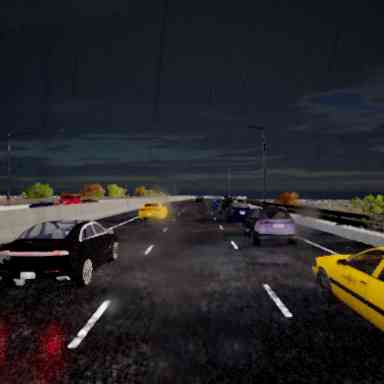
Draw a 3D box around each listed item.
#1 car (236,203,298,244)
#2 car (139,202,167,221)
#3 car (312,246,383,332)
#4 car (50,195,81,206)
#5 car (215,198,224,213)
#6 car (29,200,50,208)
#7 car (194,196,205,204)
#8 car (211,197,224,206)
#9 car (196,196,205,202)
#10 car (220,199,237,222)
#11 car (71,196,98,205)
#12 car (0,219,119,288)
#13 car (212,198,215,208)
[{"bbox_3d":[3.584,1.465,15.926,2.033,1.649,4.856,0,0,1],"label":"car"},{"bbox_3d":[-3.152,1.553,27.615,1.882,1.535,5.008,0,0,1],"label":"car"},{"bbox_3d":[3.510,1.465,5.192,1.801,1.575,5.366,0,0,0],"label":"car"},{"bbox_3d":[-16.926,1.376,45.985,2.150,2.045,5.566,0,-1,2],"label":"car"},{"bbox_3d":[3.940,1.626,37.767,1.837,1.490,4.892,0,0,1],"label":"car"},{"bbox_3d":[-20.434,1.750,45.827,1.895,1.301,4.718,0,0,2],"label":"car"},{"bbox_3d":[1.424,1.697,69.489,1.994,1.385,4.181,0,0,2],"label":"car"},{"bbox_3d":[4.575,1.736,59.633,2.163,1.488,4.792,0,0,2],"label":"car"},{"bbox_3d":[2.188,1.739,86.358,2.128,1.511,4.902,0,0,3],"label":"car"},{"bbox_3d":[3.727,1.578,26.877,2.163,1.488,4.792,0,0,1],"label":"car"},{"bbox_3d":[-13.507,1.617,43.130,1.882,1.535,5.008,0,0,2],"label":"car"},{"bbox_3d":[-3.361,1.506,9.263,2.128,1.511,4.902,0,0,0],"label":"car"},{"bbox_3d":[4.222,1.651,48.686,1.882,1.535,5.008,0,0,2],"label":"car"}]
